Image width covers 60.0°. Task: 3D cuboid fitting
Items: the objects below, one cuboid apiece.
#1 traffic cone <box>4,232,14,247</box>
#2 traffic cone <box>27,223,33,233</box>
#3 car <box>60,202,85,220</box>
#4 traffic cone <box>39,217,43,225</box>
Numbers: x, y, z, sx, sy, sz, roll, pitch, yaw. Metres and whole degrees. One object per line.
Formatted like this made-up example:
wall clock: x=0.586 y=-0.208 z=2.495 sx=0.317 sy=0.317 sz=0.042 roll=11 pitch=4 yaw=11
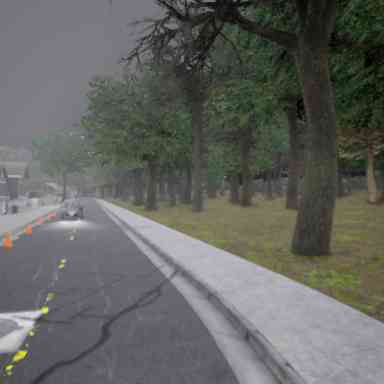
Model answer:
traffic cone: x=-7.841 y=2.028 z=14.269 sx=0.340 sy=0.580 sz=0.340 roll=0 pitch=0 yaw=-17
traffic cone: x=-9.323 y=2.056 z=19.045 sx=0.340 sy=0.580 sz=0.340 roll=0 pitch=0 yaw=-17
car: x=-10.795 y=1.641 z=30.249 sx=2.128 sy=1.511 sz=4.902 roll=0 pitch=0 yaw=-17
traffic cone: x=-10.803 y=2.084 z=23.822 sx=0.340 sy=0.580 sz=0.340 roll=0 pitch=0 yaw=-17
